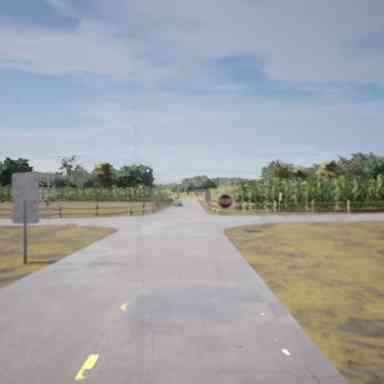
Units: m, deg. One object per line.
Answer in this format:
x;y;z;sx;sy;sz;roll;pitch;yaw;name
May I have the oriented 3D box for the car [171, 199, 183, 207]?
-2.734;2.088;62.425;1.812;1.442;4.674;0;1;0;car
